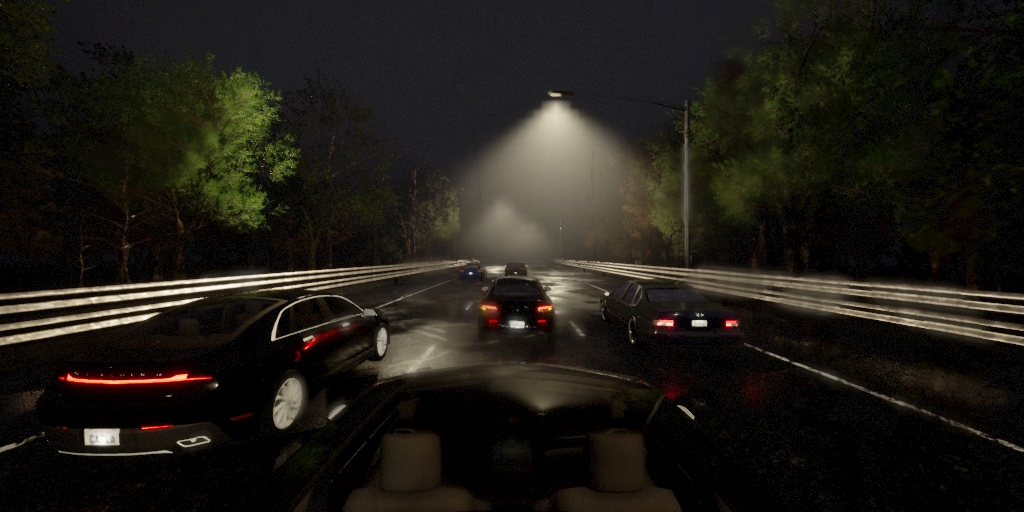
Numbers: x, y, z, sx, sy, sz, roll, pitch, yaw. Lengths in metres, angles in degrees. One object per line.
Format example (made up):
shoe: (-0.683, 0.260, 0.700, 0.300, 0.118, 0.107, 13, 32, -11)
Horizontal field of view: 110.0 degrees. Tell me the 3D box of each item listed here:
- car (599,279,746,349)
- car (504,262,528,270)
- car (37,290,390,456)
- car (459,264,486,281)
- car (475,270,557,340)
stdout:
car: (3.599, 1.297, 9.173, 2.033, 1.411, 5.357, 0, 0, 3)
car: (0.344, 1.224, 31.458, 1.882, 1.535, 5.008, 0, 0, 1)
car: (-3.388, 1.255, 5.395, 1.837, 1.490, 4.892, 0, 0, 0)
car: (-3.175, 1.311, 29.828, 1.994, 1.385, 4.181, 0, 0, 1)
car: (0.128, 1.275, 9.814, 1.812, 1.442, 4.674, 0, 0, 0)
